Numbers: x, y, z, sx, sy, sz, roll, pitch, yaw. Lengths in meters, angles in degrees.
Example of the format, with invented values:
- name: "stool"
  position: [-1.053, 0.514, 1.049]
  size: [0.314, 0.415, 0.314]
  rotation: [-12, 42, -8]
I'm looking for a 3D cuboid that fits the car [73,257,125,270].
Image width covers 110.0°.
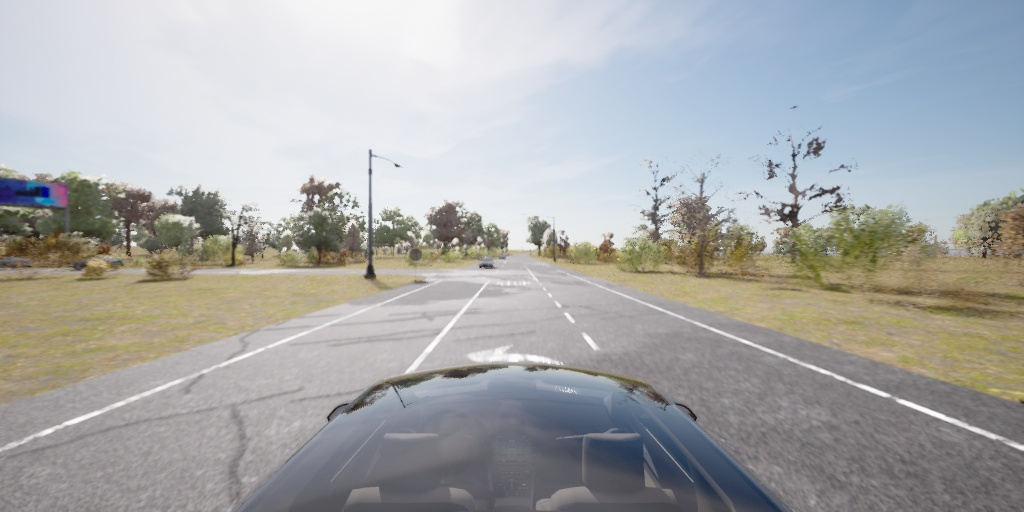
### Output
- name: "car"
  position: [-48.439, 0.888, 42.050]
  size: [4.902, 1.511, 2.128]
  rotation: [0, 0, 2]

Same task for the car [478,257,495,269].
- name: "car"
  position: [-3.262, 0.926, 46.182]
  size: [1.837, 1.490, 4.892]
  rotation: [0, 1, 0]
